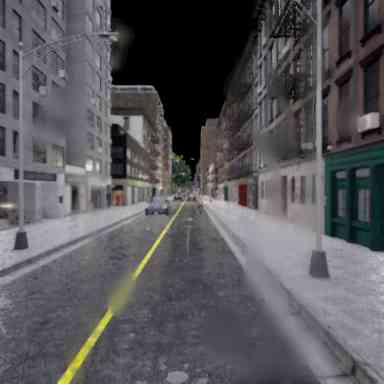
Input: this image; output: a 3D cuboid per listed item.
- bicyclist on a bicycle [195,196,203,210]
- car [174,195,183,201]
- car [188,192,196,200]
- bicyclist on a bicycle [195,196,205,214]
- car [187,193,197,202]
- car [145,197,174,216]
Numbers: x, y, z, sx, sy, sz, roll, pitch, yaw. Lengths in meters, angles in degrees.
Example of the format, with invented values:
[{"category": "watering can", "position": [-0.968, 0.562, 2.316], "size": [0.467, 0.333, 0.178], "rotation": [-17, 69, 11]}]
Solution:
[{"category": "bicyclist on a bicycle", "position": [0.813, 1.268, 39.917], "size": [0.866, 1.612, 1.509], "rotation": [0, 0, 0]}, {"category": "car", "position": [-3.000, 1.236, 71.343], "size": [1.895, 1.301, 4.718], "rotation": [0, 0, 0]}, {"category": "car", "position": [0.000, 0.991, 84.357], "size": [2.097, 1.767, 4.553], "rotation": [0, 0, 0]}, {"category": "bicyclist on a bicycle", "position": [0.828, 1.304, 31.180], "size": [0.866, 1.612, 1.509], "rotation": [0, 0, 0]}, {"category": "car", "position": [0.001, 1.239, 68.968], "size": [1.812, 1.442, 4.674], "rotation": [0, 0, 0]}, {"category": "car", "position": [-3.090, 1.221, 30.806], "size": [2.097, 1.767, 4.553], "rotation": [0, 0, 0]}]
